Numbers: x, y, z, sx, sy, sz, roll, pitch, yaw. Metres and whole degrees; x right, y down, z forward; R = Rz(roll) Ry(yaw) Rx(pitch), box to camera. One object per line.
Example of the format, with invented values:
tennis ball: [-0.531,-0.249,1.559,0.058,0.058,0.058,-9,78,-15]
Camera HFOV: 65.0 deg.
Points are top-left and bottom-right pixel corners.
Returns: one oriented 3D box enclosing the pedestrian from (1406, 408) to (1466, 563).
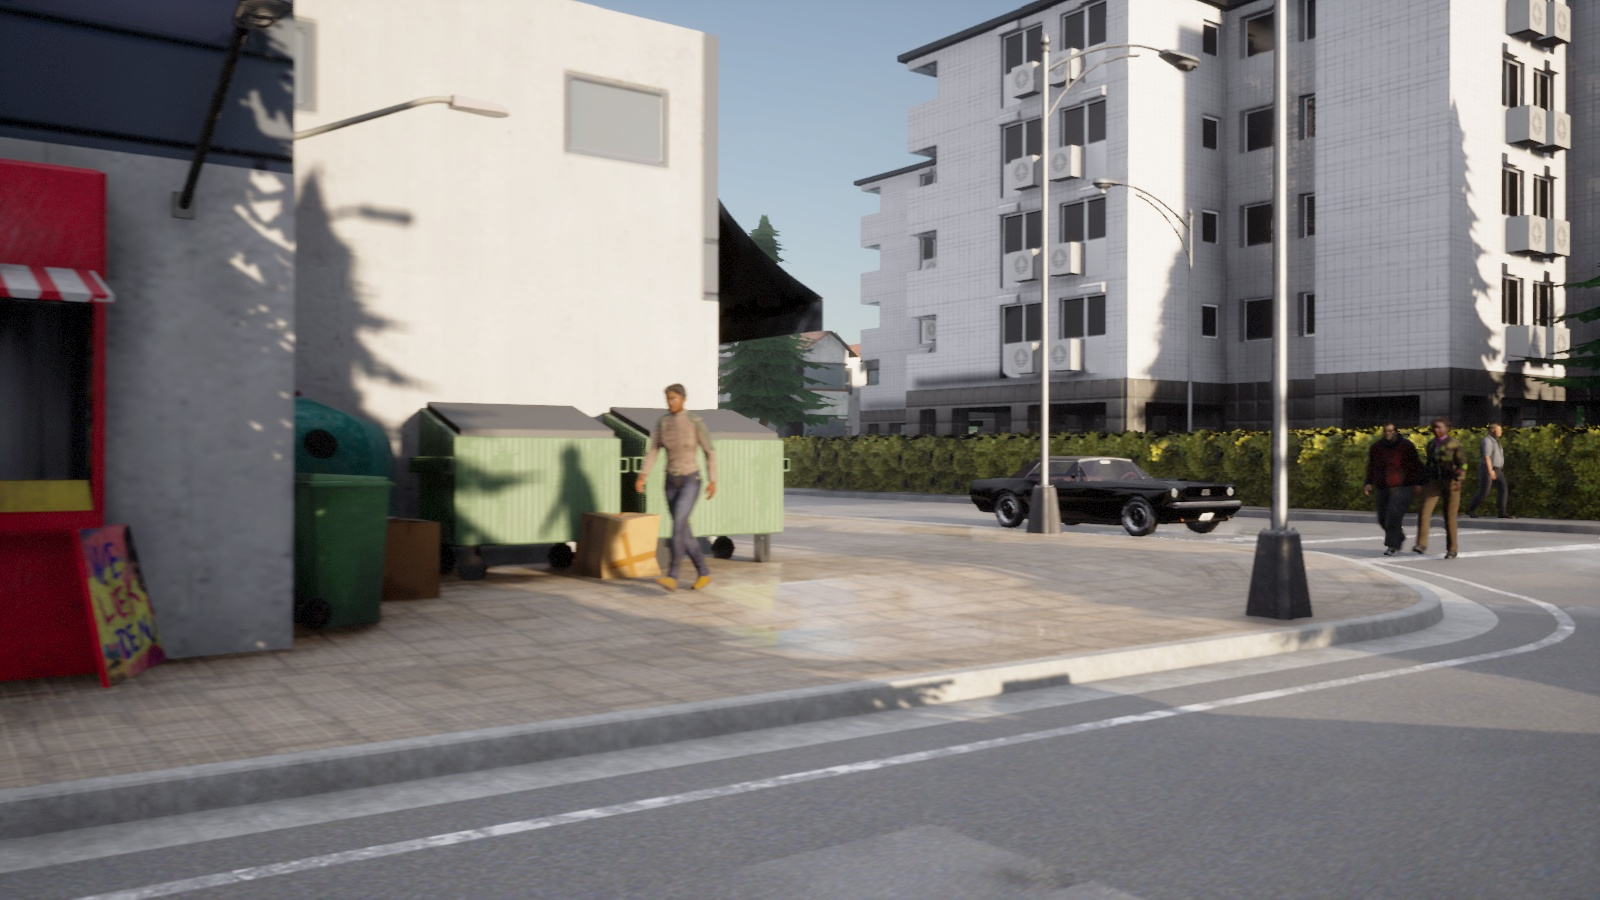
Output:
pedestrian: [8.096,0.441,15.981,0.692,1.930,0.395,0,0,-35]

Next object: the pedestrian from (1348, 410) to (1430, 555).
pedestrian: [7.726,0.418,16.472,0.899,1.844,0.634,0,0,-38]

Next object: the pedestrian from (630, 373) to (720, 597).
pedestrian: [-1.042,0.285,10.583,0.328,1.805,0.869,0,0,27]

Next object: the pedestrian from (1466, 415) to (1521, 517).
pedestrian: [12.759,0.291,23.114,0.540,1.848,0.694,0,0,-28]

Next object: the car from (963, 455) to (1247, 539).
car: [5.170,0.737,21.916,1.895,1.301,4.718,0,0,-36]
